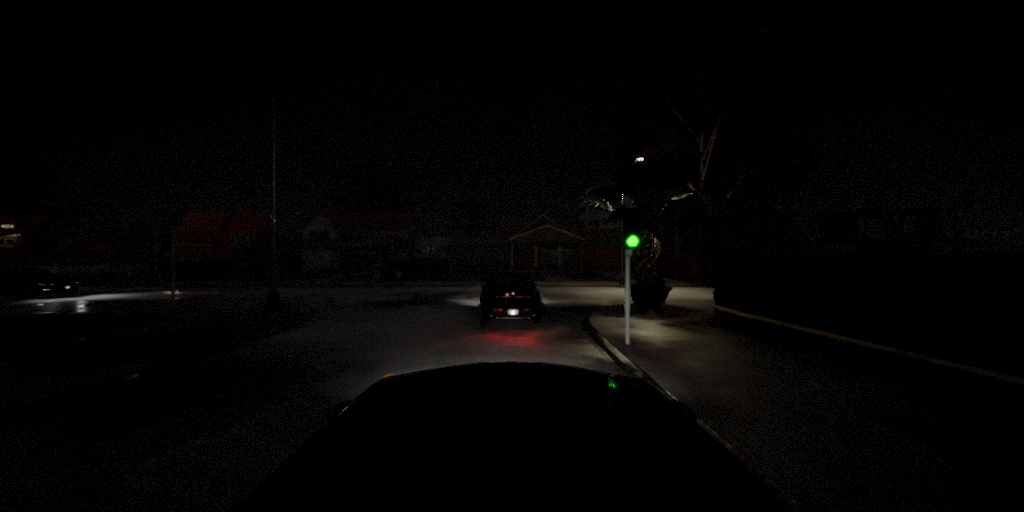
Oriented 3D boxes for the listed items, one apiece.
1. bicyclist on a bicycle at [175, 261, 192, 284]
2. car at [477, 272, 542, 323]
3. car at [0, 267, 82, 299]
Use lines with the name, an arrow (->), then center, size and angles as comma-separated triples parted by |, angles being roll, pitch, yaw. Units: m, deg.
bicyclist on a bicycle -> -24.168, 1.185, 26.250 | 0.582, 1.620, 1.656 | 0, 0, 0
car -> -0.167, 1.292, 12.251 | 1.837, 1.490, 4.892 | 1, 0, -5
car -> -24.551, 1.312, 17.851 | 4.892, 1.490, 1.837 | 0, 0, 0
